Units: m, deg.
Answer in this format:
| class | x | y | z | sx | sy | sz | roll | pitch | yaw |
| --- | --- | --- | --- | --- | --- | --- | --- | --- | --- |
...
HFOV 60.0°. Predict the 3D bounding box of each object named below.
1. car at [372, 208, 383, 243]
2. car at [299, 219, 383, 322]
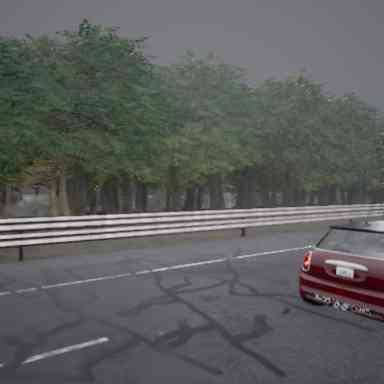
| class | x | y | z | sx | sy | sz | roll | pitch | yaw |
| --- | --- | --- | --- | --- | --- | --- | --- | --- | --- |
| car | 10.864 | 1.513 | 15.788 | 4.902 | 1.511 | 2.128 | 0 | 0 | -36 |
| car | 4.295 | 1.362 | 6.813 | 4.553 | 1.767 | 2.097 | 0 | 0 | -35 |
